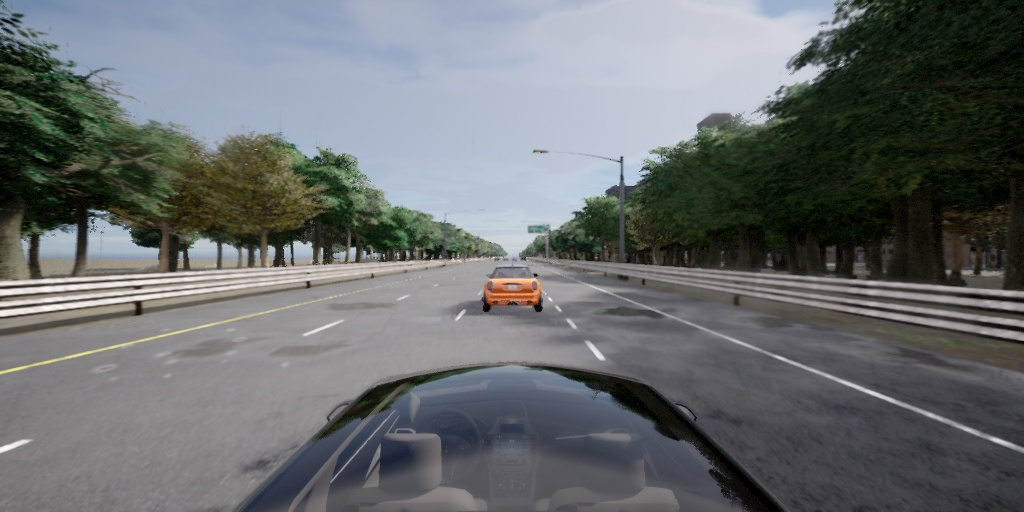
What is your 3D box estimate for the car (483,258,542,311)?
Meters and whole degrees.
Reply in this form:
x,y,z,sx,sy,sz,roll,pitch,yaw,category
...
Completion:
x,y,z,sx,sy,sz,roll,pitch,yaw,category
0.017,1.106,14.626,2.097,1.767,4.553,0,0,0,car
